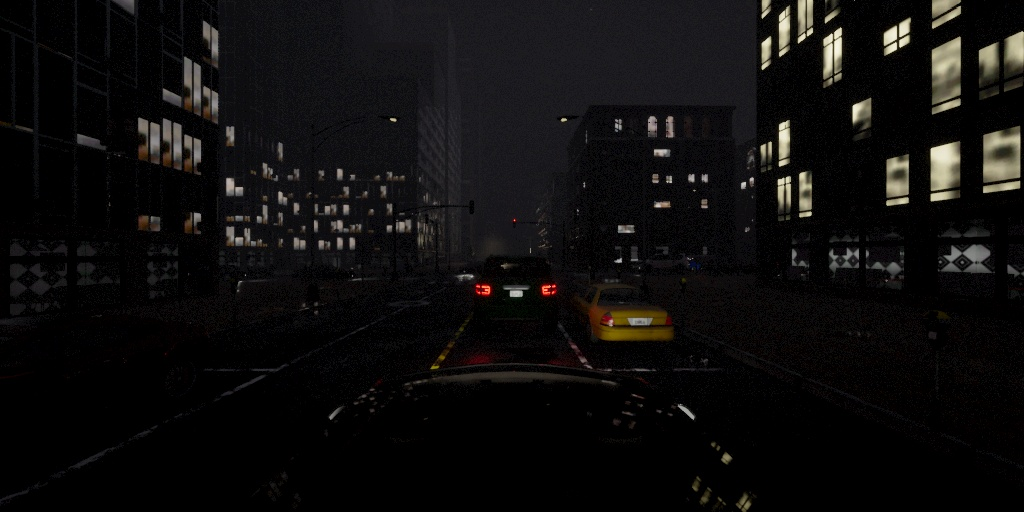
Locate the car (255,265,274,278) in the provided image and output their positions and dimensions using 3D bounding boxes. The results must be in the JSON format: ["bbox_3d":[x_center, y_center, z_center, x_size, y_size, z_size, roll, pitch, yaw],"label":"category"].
[{"bbox_3d":[-28.439,1.648,39.096,4.403,1.370,2.007,0,0,-1],"label":"car"}]

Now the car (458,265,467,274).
[{"bbox_3d":[-4.242,1.318,41.598,2.033,1.411,5.357,0,0,21],"label":"car"}]

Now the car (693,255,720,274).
[{"bbox_3d":[20.617,0.965,34.343,4.902,1.511,2.128,-1,0,-1],"label":"car"}]

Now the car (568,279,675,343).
[{"bbox_3d":[2.558,1.275,9.475,1.751,1.417,4.829,0,0,0],"label":"car"}]

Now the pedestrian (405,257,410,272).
[{"bbox_3d":[-12.390,1.020,42.297,0.375,1.860,0.375,0,1,-1],"label":"pedestrian"}]

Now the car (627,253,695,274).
[{"bbox_3d":[15.398,0.755,37.228,5.566,2.045,2.150,-1,0,-1],"label":"car"}]

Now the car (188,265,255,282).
[{"bbox_3d":[-27.536,1.602,33.726,4.892,1.490,1.837,-1,0,-1],"label":"car"}]

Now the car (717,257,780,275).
[{"bbox_3d":[21.057,1.019,31.878,4.507,1.381,1.888,0,0,-1],"label":"car"}]

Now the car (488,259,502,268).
[{"bbox_3d":[-2.890,1.300,61.412,2.033,1.411,5.357,0,0,0],"label":"car"}]

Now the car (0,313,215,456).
[{"bbox_3d":[-5.317,1.332,3.738,1.802,1.307,4.207,0,0,0],"label":"car"}]

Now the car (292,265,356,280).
[{"bbox_3d":[-17.721,1.514,33.861,5.357,1.411,2.033,-1,0,-1],"label":"car"}]

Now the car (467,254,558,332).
[{"bbox_3d":[0.090,0.971,11.028,2.150,2.045,5.566,0,0,0],"label":"car"}]
